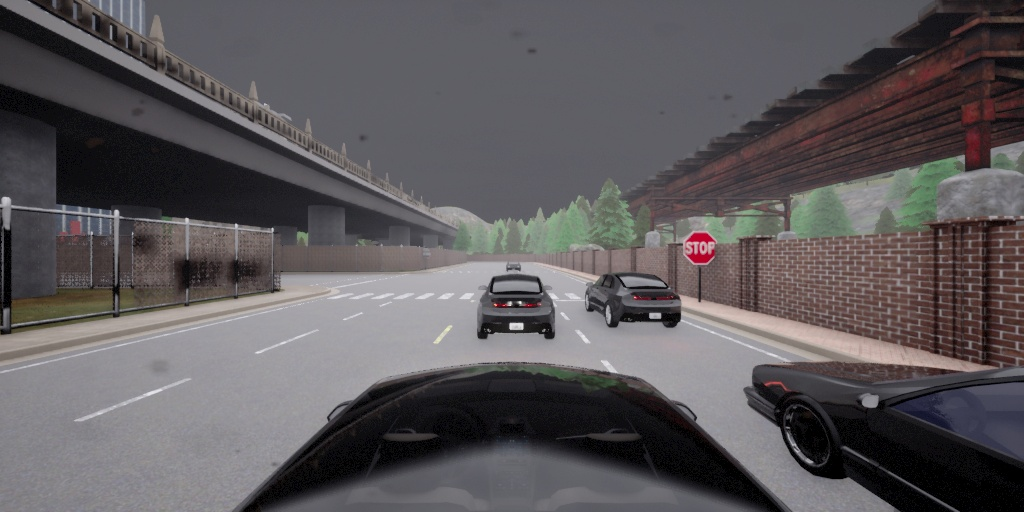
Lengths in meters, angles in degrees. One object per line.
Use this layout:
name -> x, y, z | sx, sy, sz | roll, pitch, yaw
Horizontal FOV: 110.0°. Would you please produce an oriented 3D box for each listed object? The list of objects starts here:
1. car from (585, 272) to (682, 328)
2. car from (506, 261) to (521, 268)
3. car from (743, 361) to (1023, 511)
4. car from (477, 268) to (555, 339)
car -> 3.600, 1.255, 11.414 | 1.837, 1.490, 4.892 | 0, 0, 0
car -> 0.182, 1.351, 46.334 | 1.895, 1.301, 4.718 | 0, 0, -1
car -> 3.600, 1.297, 1.668 | 2.033, 1.411, 5.357 | 0, 0, 0
car -> 0.098, 1.255, 10.055 | 1.837, 1.490, 4.892 | 0, 0, 0
